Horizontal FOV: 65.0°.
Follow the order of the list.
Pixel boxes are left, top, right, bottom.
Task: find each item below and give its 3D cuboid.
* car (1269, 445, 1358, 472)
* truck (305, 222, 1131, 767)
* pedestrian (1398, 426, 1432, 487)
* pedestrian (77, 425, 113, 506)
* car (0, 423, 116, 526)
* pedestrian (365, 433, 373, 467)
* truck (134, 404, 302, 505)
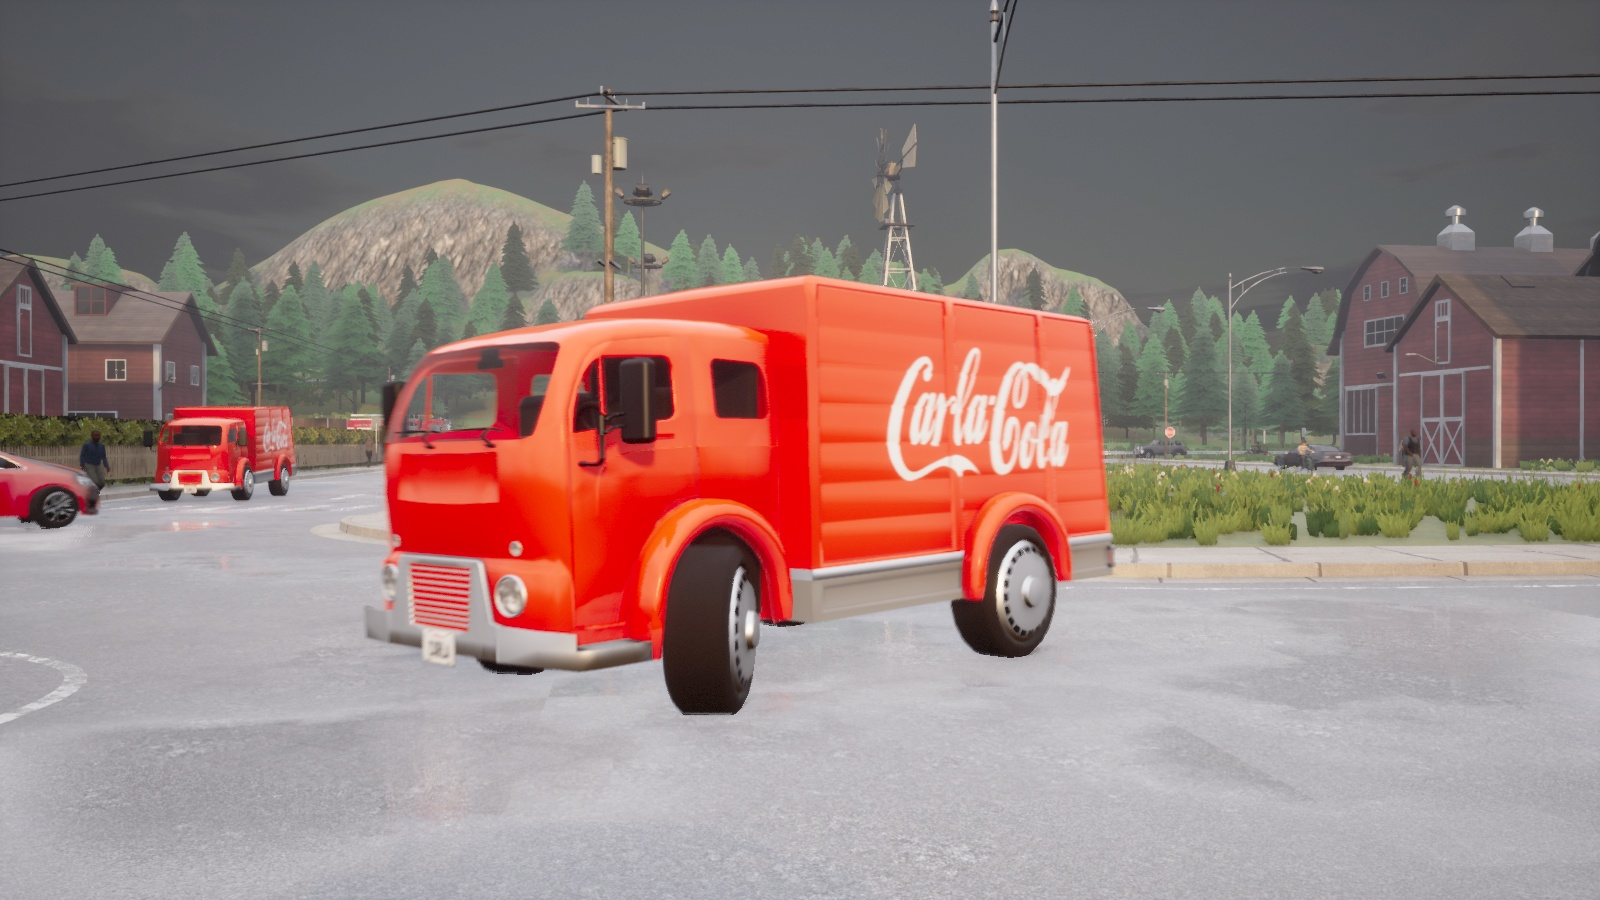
[{"bbox_3d":[27.470,0.435,67.434,2.033,1.411,5.357,0,0,-8],"label":"car"},{"bbox_3d":[-0.201,0.193,8.501,2.627,2.467,5.204,-1,0,41],"label":"truck"},{"bbox_3d":[19.269,0.195,39.377,0.563,1.883,0.849,0,0,-8],"label":"pedestrian"},{"bbox_3d":[-16.148,0.356,28.755,0.726,1.835,0.370,0,0,28],"label":"pedestrian"},{"bbox_3d":[-14.067,0.380,20.613,4.611,1.667,2.242,0,1,-41],"label":"car"},{"bbox_3d":[-23.828,-0.009,69.424,0.331,1.846,0.634,0,0,-7],"label":"pedestrian"},{"bbox_3d":[-15.617,0.019,34.114,2.627,2.467,5.204,0,3,-7],"label":"truck"}]
